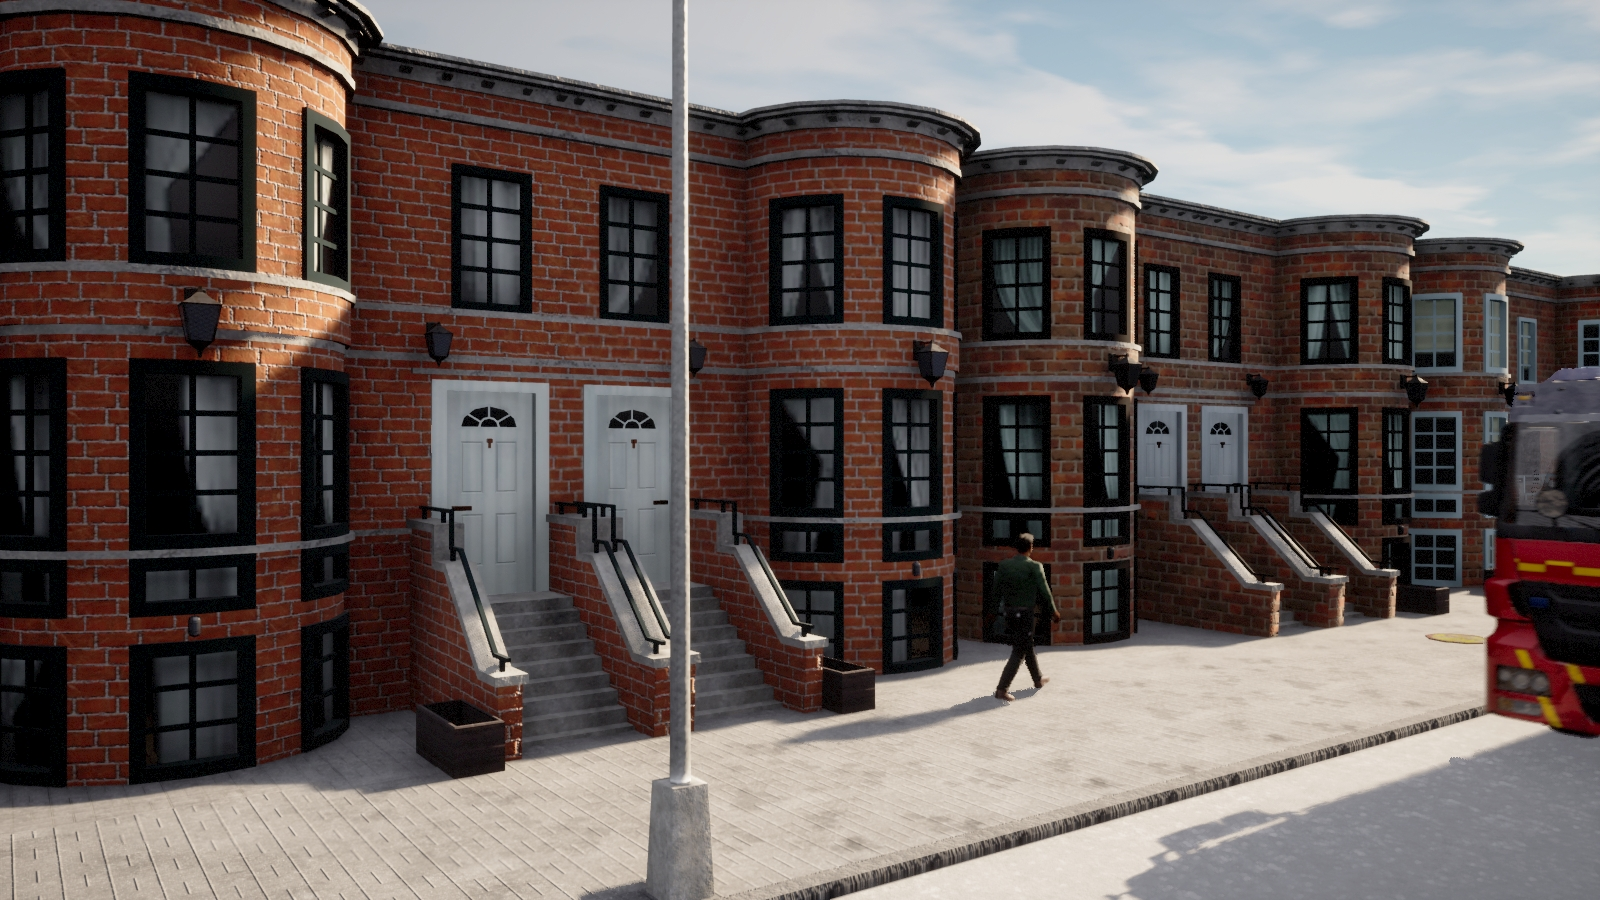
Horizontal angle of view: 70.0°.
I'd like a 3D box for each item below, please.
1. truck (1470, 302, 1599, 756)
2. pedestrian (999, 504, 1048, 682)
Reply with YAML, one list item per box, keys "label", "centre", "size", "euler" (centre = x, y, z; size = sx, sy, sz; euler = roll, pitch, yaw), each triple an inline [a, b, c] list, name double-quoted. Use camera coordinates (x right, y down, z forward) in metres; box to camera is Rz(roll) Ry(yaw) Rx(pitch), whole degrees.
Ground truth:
- label: "truck"
  centre: [10.439, 0.664, 11.710]
  size: [8.468, 3.827, 2.891]
  euler: [0, 0, -35]
- label: "pedestrian"
  centre: [2.410, 1.521, 12.332]
  size: [0.375, 1.860, 0.375]
  euler: [0, 0, -44]
